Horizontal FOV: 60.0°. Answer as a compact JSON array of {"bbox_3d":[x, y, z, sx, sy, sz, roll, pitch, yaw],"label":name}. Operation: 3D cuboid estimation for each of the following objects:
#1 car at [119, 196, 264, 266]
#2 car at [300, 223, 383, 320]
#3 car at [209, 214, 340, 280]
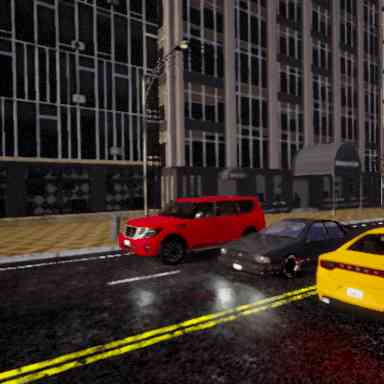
[{"bbox_3d":[0.260,1.186,11.850,5.566,2.045,2.150,-1,0,-35],"label":"car"},{"bbox_3d":[4.598,1.441,6.713,5.008,1.535,1.882,0,0,-35],"label":"car"},{"bbox_3d":[3.329,1.506,10.044,5.357,1.411,2.033,0,0,-35],"label":"car"}]
